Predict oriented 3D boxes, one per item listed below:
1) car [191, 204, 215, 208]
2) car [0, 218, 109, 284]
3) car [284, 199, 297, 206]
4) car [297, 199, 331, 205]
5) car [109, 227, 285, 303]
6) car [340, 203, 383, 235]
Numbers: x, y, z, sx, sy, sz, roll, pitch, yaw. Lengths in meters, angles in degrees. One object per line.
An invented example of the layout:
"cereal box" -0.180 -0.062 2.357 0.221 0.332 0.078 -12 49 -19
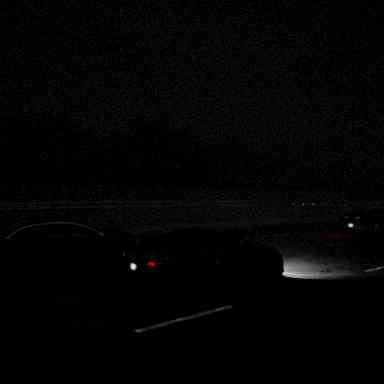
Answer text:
"car" 0.722 1.721 30.297 4.718 1.301 1.895 1 0 -35
"car" -3.808 1.500 9.627 4.902 1.511 2.128 0 0 -35
"car" 15.734 1.808 49.555 4.553 1.767 2.097 1 -1 -35
"car" 17.373 1.801 46.431 4.553 1.767 2.097 1 -1 -35
"car" 0.374 1.584 8.311 4.181 1.385 1.994 0 0 -35
"car" 10.912 1.652 20.125 4.892 1.490 1.837 1 0 -35
